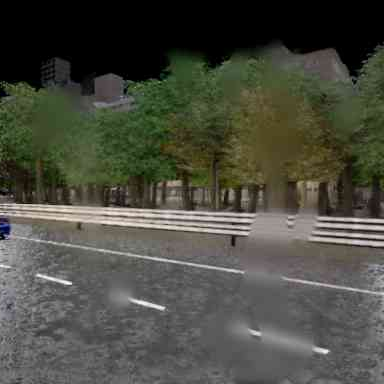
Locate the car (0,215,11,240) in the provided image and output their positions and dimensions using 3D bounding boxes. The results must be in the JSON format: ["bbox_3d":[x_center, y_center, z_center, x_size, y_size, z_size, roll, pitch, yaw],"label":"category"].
[{"bbox_3d":[-10.503,1.499,15.683,5.008,1.535,1.882,0,0,36],"label":"car"}]
